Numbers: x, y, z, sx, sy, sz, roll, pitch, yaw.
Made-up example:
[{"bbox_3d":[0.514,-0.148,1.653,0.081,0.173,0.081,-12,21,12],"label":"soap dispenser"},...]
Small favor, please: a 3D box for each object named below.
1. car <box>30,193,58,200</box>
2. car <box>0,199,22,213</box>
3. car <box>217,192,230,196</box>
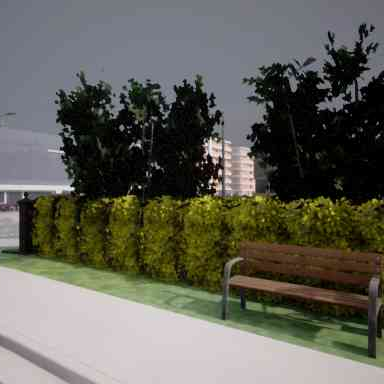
[{"bbox_3d":[-15.249,1.167,36.886,2.150,2.045,5.566,0,0,36],"label":"car"},{"bbox_3d":[-19.074,1.502,37.557,2.033,1.411,5.357,0,0,35],"label":"car"},{"bbox_3d":[6.524,0.712,73.871,2.033,1.411,5.357,0,0,35],"label":"car"}]
